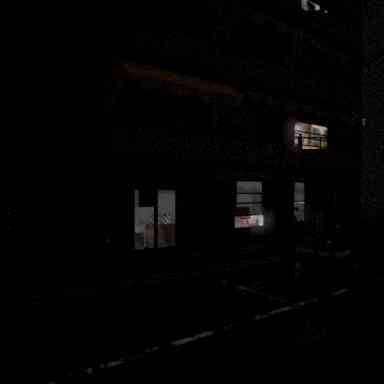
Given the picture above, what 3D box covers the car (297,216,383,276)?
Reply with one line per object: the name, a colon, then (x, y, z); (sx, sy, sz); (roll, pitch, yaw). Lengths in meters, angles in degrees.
car: (5.055, 1.582, 10.245); (4.206, 1.307, 1.802); (0, 0, -36)
